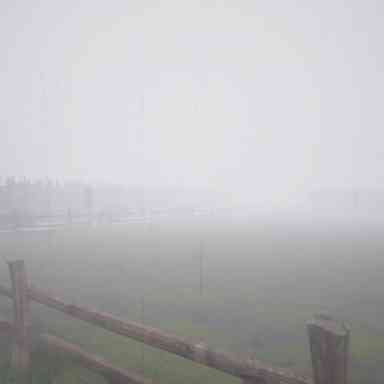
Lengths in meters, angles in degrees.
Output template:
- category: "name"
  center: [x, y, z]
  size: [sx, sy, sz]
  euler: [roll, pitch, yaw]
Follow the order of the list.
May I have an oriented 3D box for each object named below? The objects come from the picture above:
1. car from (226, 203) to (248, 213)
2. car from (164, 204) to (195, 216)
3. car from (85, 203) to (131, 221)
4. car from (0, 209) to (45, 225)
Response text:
- category: "car"
  center: [7.461, 2.592, 54.673]
  size: [2.097, 1.767, 4.553]
  euler: [-1, -2, 36]
- category: "car"
  center: [-1.590, 2.329, 42.332]
  size: [2.128, 1.511, 4.902]
  euler: [-1, -2, 36]
- category: "car"
  center: [-8.300, 1.926, 33.082]
  size: [2.097, 1.767, 4.553]
  euler: [-1, -2, 36]
- category: "car"
  center: [-13.906, 1.955, 25.397]
  size: [1.895, 1.301, 4.718]
  euler: [-1, -2, 37]
